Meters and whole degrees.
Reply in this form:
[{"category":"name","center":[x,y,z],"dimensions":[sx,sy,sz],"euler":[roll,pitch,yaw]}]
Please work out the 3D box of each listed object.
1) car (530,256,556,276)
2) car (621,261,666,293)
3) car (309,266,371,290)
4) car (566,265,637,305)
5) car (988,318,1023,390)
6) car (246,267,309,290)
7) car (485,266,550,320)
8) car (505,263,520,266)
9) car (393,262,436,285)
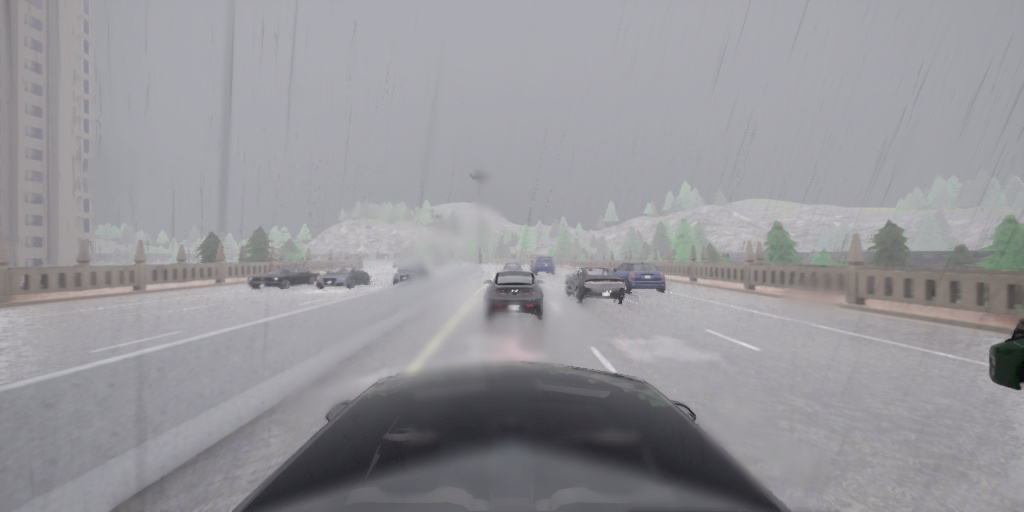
[{"category":"car","center":[3.278,1.025,38.794],"dimensions":[2.150,2.045,5.566],"euler":[0,0,-4]},{"category":"car","center":[7.098,1.117,20.900],"dimensions":[2.097,1.767,4.553],"euler":[0,0,0]},{"category":"car","center":[-10.621,1.333,22.843],"dimensions":[1.994,1.385,4.181],"euler":[0,0,0]},{"category":"car","center":[3.598,1.250,16.130],"dimensions":[2.128,1.511,4.902],"euler":[0,0,0]},{"category":"car","center":[7.100,0.971,2.046],"dimensions":[2.150,2.045,5.566],"euler":[0,0,0]},{"category":"car","center":[-14.108,1.369,22.461],"dimensions":[1.895,1.301,4.718],"euler":[0,0,0]},{"category":"car","center":[0.098,1.260,12.684],"dimensions":[1.837,1.490,4.892],"euler":[0,0,0]},{"category":"car","center":[0.022,1.338,33.949],"dimensions":[2.033,1.411,5.357],"euler":[0,0,-1]},{"category":"car","center":[-7.137,1.339,26.021],"dimensions":[1.994,1.385,4.181],"euler":[0,0,0]}]
